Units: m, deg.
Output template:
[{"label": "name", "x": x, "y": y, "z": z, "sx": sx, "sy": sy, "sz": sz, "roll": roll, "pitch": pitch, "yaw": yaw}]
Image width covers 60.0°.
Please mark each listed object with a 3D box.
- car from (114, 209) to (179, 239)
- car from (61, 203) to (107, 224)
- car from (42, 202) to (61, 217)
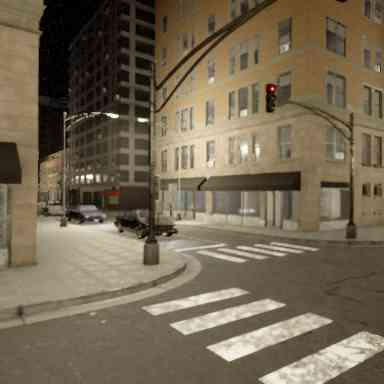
[{"label": "car", "x": -2.756, "y": 1.691, "z": 18.681, "sx": 2.033, "sy": 1.411, "sz": 5.357, "roll": 1, "pitch": -1, "yaw": -32}, {"label": "car", "x": -8.632, "y": 1.734, "z": 26.855, "sx": 2.033, "sy": 1.411, "sz": 5.357, "roll": 1, "pitch": -1, "yaw": -36}, {"label": "car", "x": -14.497, "y": 1.757, "z": 35.080, "sx": 1.812, "sy": 1.442, "sz": 4.674, "roll": 1, "pitch": -1, "yaw": -36}]
